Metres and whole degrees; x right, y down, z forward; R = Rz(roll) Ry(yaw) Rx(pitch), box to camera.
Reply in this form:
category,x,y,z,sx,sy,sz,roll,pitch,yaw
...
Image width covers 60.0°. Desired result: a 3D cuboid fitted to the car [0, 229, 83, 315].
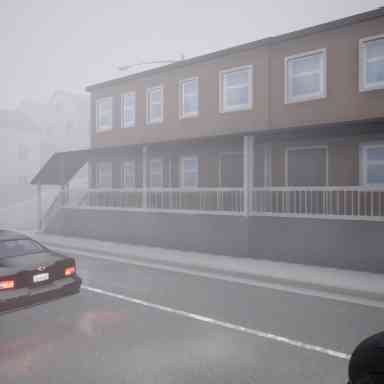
category,x,y,z,sx,sy,sz,roll,pitch,yaw
car,-4.687,1.547,7.306,5.357,1.411,2.033,0,0,36

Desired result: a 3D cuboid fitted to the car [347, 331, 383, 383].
category,x,y,z,sx,sy,sz,roll,pitch,yaw
car,3.438,1.478,1.536,5.008,1.535,1.882,0,0,35
